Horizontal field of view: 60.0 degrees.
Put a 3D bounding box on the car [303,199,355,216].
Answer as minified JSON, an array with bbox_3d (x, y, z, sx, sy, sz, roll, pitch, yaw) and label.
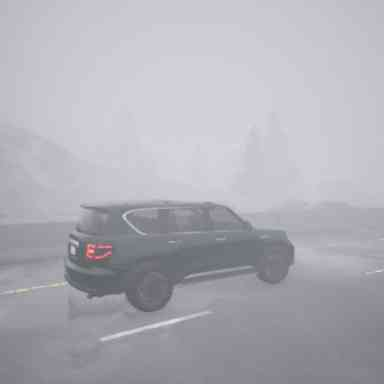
[{"bbox_3d":[12.926,1.436,31.242,4.674,1.442,1.812,0,0,-25],"label":"car"}]

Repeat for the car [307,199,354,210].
[{"bbox_3d":[10.632,1.433,26.248,4.892,1.490,1.837,1,0,-26],"label":"car"}]

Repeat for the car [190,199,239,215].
[{"bbox_3d":[2.274,1.443,33.763,4.674,1.442,1.812,0,0,-28],"label":"car"}]

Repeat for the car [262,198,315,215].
[{"bbox_3d":[9.746,1.401,33.596,4.902,1.511,2.128,0,0,-26],"label":"car"}]

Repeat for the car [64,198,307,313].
[{"bbox_3d":[-0.039,1.202,7.846,5.566,2.045,2.150,0,0,-34],"label":"car"}]
